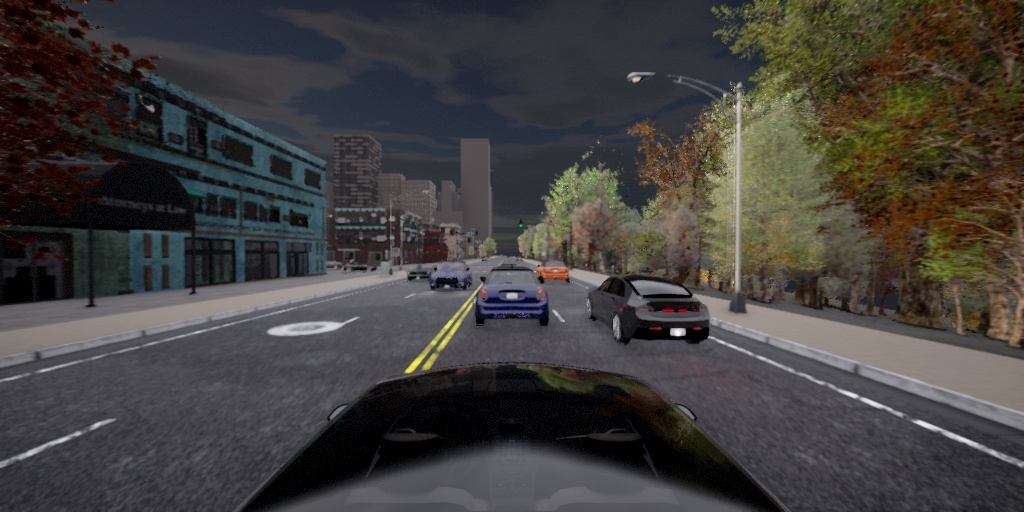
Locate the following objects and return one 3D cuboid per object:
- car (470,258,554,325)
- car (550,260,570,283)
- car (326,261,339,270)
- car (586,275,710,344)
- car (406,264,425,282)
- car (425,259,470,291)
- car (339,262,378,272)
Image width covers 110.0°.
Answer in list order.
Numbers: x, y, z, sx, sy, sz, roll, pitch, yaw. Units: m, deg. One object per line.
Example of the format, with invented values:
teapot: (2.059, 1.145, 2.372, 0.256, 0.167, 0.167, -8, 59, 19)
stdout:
car: (-0.006, 1.087, 11.858, 2.097, 1.767, 4.553, 0, 0, 0)
car: (3.049, 1.057, 27.418, 2.097, 1.767, 4.553, 0, 0, -1)
car: (-28.982, 1.484, 57.101, 4.403, 1.370, 2.007, 0, 0, -1)
car: (3.273, 1.241, 9.544, 1.837, 1.490, 4.892, 0, 1, -1)
car: (-6.904, 1.308, 28.522, 1.895, 1.301, 4.718, 0, 0, -1)
car: (-3.572, 1.068, 21.763, 2.097, 1.767, 4.553, 0, 0, -1)
car: (-20.536, 1.497, 48.701, 4.313, 1.339, 1.948, 0, 0, -1)
